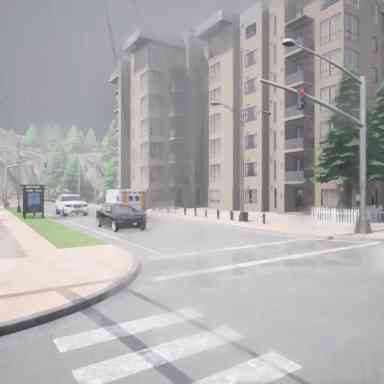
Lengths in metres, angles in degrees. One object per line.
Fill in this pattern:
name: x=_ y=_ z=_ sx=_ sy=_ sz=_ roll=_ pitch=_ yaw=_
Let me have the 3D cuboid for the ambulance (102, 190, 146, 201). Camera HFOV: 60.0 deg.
ambulance: x=-6.414 y=1.050 z=30.457 sx=2.351 sy=2.431 sz=6.366 roll=0 pitch=0 yaw=-32

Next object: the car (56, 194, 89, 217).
car: x=-11.607 y=1.242 z=31.983 sx=2.150 sy=2.045 sz=5.566 roll=0 pitch=0 yaw=-32

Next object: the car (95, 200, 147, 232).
car: x=-4.488 y=1.497 z=20.588 sx=1.882 sy=1.535 sz=5.008 roll=0 pitch=0 yaw=-32
